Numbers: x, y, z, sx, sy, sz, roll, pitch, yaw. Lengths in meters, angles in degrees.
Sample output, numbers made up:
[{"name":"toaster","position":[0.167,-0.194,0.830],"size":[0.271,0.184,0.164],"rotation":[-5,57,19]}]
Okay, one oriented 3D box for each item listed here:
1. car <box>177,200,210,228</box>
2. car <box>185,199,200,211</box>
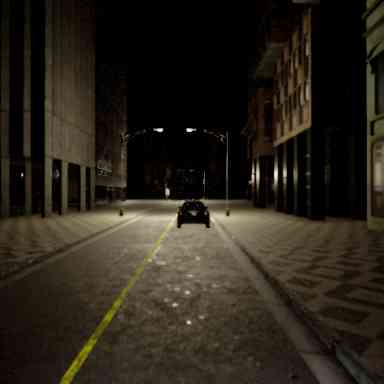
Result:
[{"name":"car","position":[0.095,1.380,22.850],"size":[2.097,1.767,4.553],"rotation":[0,0,0]},{"name":"car","position":[0.089,1.668,43.699],"size":[1.895,1.301,4.718],"rotation":[0,0,0]}]
